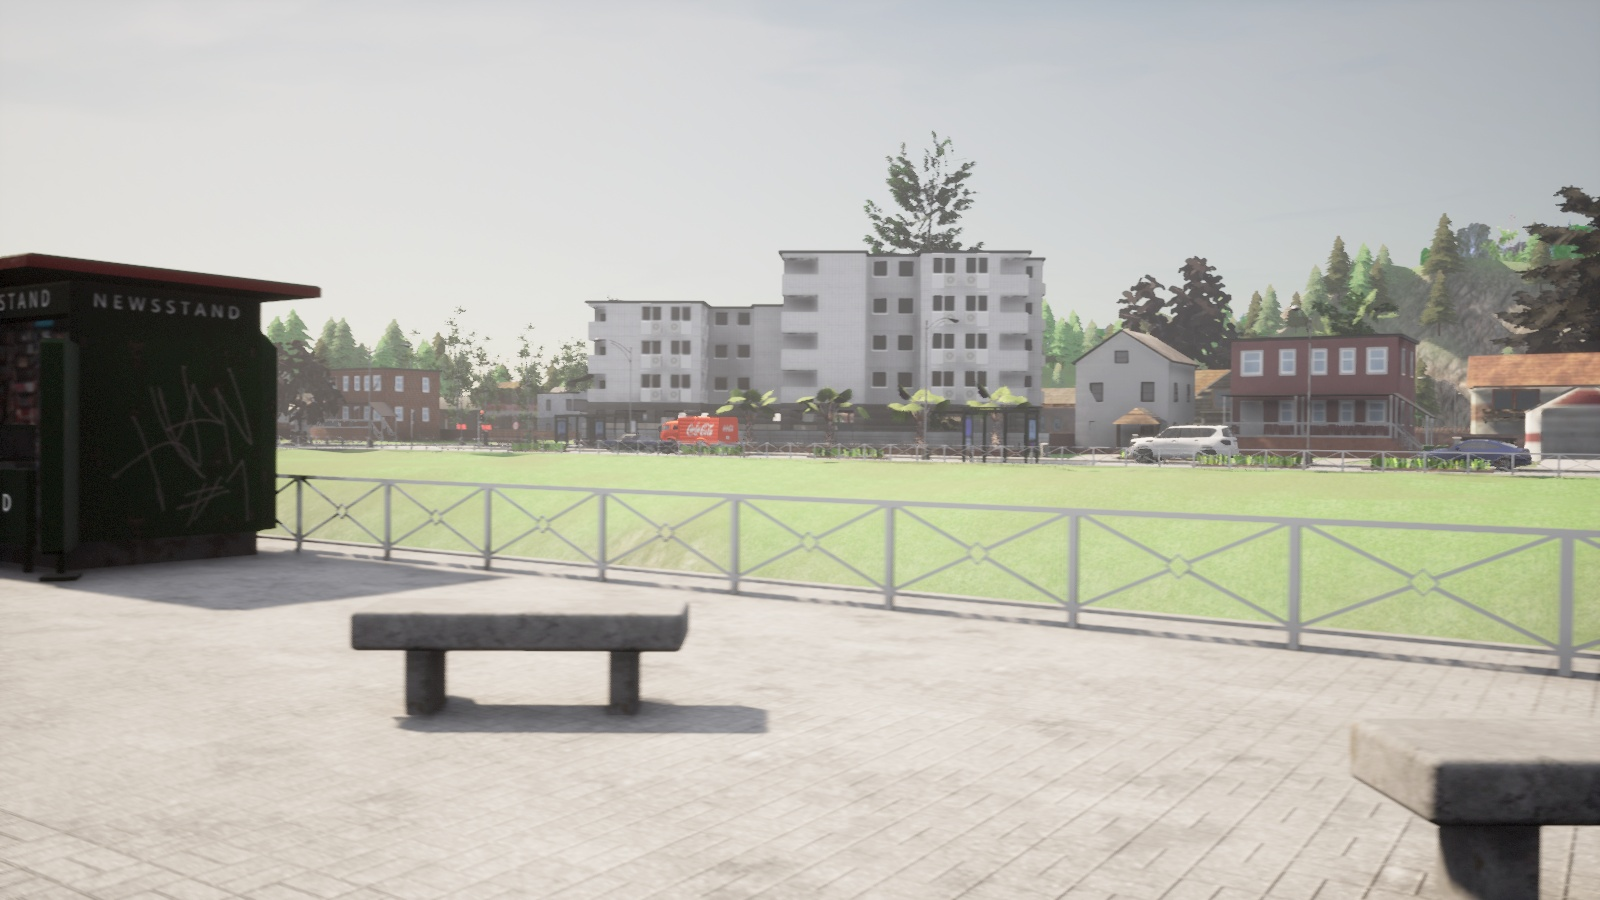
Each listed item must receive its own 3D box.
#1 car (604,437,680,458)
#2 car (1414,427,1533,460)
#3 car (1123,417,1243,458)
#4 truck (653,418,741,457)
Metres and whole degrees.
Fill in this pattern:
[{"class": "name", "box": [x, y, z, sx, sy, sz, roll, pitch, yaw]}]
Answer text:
[{"class": "car", "box": [-10.115, -0.171, 80.221, 4.718, 1.301, 1.895, 0, 1, 34]}, {"class": "car", "box": [30.928, -0.311, 57.743, 4.674, 1.442, 1.812, 0, 1, 34]}, {"class": "car", "box": [19.825, -0.618, 65.117, 5.566, 2.045, 2.150, 0, 1, 34]}, {"class": "truck", "box": [-6.796, -0.824, 82.806, 5.204, 2.467, 2.627, 0, 1, 34]}]
